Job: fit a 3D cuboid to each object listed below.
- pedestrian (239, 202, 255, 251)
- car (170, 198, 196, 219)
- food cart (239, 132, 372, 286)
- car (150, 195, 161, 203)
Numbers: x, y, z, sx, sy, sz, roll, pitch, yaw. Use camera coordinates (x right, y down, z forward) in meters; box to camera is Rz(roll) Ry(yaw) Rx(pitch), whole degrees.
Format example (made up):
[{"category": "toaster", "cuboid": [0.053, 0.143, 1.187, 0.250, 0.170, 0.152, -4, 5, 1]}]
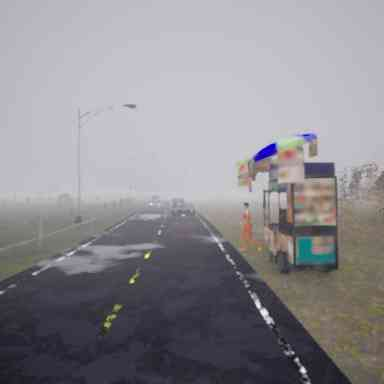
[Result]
[{"category": "pedestrian", "cuboid": [1.986, 1.225, 12.099, 0.375, 1.860, 0.375, 1, -1, 0]}, {"category": "car", "cuboid": [-0.748, 1.462, 27.188, 1.895, 1.301, 4.718, 0, 0, -3]}, {"category": "food cart", "cuboid": [2.976, 0.410, 10.076, 2.280, 3.560, 4.660, -1, -1, -1]}, {"category": "car", "cuboid": [-6.710, 1.265, 61.140, 1.812, 1.442, 4.674, 0, 0, -6]}]
